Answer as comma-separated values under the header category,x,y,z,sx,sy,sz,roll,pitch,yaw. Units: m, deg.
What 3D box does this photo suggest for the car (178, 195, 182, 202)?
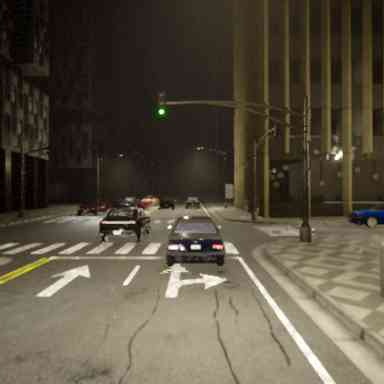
category,x,y,z,sx,sy,sz,roll,pitch,yaw
car,-3.257,1.463,73.856,2.128,1.511,4.902,0,0,0

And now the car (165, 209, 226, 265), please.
category,x,y,z,sx,sy,sz,roll,pitch,yaw
car,0.100,1.555,11.626,2.033,1.411,5.357,0,0,0

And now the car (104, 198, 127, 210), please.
category,x,y,z,sx,sy,sz,roll,pitch,yaw
car,-9.838,1.512,42.992,1.812,1.442,4.674,0,0,0

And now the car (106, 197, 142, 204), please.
category,x,y,z,sx,sy,sz,roll,pitch,yaw
car,-6.600,1.492,32.407,2.128,1.511,4.902,0,0,0

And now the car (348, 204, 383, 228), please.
category,x,y,z,sx,sy,sz,roll,pitch,yaw
car,12.533,1.428,21.042,5.008,1.535,1.882,0,-1,1

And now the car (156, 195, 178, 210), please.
category,x,y,z,sx,sy,sz,roll,pitch,yaw
car,-3.154,1.463,43.343,1.882,1.535,5.008,0,0,0

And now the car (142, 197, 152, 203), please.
category,x,y,z,sx,sy,sz,roll,pitch,yaw
car,-6.593,1.589,41.671,1.895,1.301,4.718,0,0,0

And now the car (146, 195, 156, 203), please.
category,x,y,z,sx,sy,sz,roll,pitch,yaw
car,-6.543,1.324,51.875,2.097,1.767,4.553,0,0,0

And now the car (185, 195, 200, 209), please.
category,x,y,z,sx,sy,sz,roll,pitch,yaw
car,0.094,1.472,46.286,2.128,1.511,4.902,0,0,0

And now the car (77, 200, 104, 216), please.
category,x,y,z,sx,sy,sz,roll,pitch,yaw
car,-9.848,1.526,33.019,1.812,1.442,4.674,0,0,0

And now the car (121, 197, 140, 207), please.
category,x,y,z,sx,sy,sz,roll,pitch,yaw
car,-9.771,1.517,53.479,2.033,1.411,5.357,0,0,0

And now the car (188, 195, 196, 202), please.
category,x,y,z,sx,sy,sz,roll,pitch,yaw
car,-0.007,1.438,73.856,1.837,1.490,4.892,0,0,0

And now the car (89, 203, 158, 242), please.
category,x,y,z,sx,sy,sz,roll,pitch,yaw
car,-3.151,1.500,16.387,2.128,1.511,4.902,0,0,0
